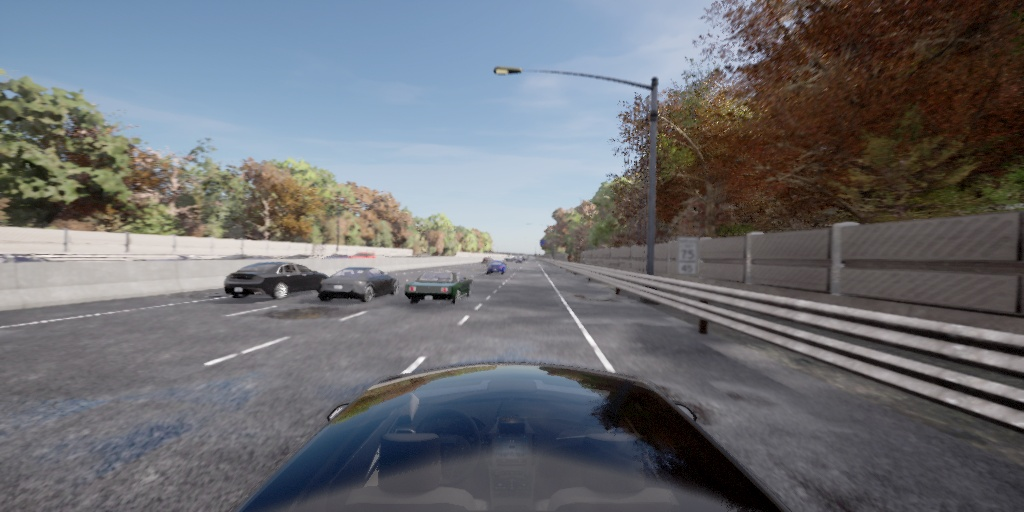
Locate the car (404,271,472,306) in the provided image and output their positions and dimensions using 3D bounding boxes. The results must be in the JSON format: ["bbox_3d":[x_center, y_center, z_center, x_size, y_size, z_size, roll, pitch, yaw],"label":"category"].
[{"bbox_3d":[-2.950,1.274,15.512,1.895,1.301,4.718,1,0,3],"label":"car"}]

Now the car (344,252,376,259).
[{"bbox_3d":[-21.781,0.405,52.515,2.150,2.045,5.566,1,0,4],"label":"car"}]

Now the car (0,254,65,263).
[{"bbox_3d":[-24.004,0.641,16.448,2.128,1.511,4.902,1,0,4],"label":"car"}]

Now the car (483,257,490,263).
[{"bbox_3d":[-3.540,1.238,64.689,1.895,1.301,4.718,1,0,3],"label":"car"}]

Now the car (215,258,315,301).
[{"bbox_3d":[-9.946,1.006,15.648,1.837,1.490,4.892,1,0,3],"label":"car"}]

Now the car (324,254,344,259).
[{"bbox_3d":[-25.325,0.454,51.866,2.097,1.767,4.553,1,0,3],"label":"car"}]

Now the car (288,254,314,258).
[{"bbox_3d":[-29.025,0.525,49.002,1.837,1.490,4.892,1,0,4],"label":"car"}]

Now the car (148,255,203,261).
[{"bbox_3d":[-30.039,0.594,32.600,1.895,1.301,4.718,1,0,4],"label":"car"}]

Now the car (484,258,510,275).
[{"bbox_3d":[-1.576,1.223,38.661,1.812,1.442,4.674,1,0,3],"label":"car"}]

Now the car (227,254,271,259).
[{"bbox_3d":[-23.032,0.732,32.667,1.994,1.385,4.181,1,0,4],"label":"car"}]

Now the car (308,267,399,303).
[{"bbox_3d":[-6.448,1.150,15.544,1.994,1.385,4.181,1,0,3],"label":"car"}]

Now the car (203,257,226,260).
[{"bbox_3d":[-26.399,0.560,34.601,1.882,1.535,5.008,1,0,4],"label":"car"}]
